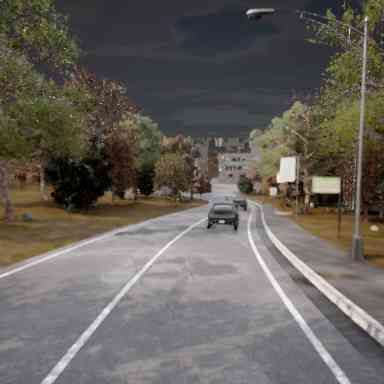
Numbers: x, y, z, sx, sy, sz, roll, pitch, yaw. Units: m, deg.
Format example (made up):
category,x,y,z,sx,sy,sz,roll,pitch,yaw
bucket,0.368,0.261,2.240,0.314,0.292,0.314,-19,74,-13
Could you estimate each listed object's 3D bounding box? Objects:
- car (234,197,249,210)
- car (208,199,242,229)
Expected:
category,x,y,z,sx,sy,sz,roll,pitch,yaw
car,6.074,1.464,42.368,1.837,1.490,4.892,1,0,11
car,2.130,1.480,21.757,1.837,1.490,4.892,1,0,9
